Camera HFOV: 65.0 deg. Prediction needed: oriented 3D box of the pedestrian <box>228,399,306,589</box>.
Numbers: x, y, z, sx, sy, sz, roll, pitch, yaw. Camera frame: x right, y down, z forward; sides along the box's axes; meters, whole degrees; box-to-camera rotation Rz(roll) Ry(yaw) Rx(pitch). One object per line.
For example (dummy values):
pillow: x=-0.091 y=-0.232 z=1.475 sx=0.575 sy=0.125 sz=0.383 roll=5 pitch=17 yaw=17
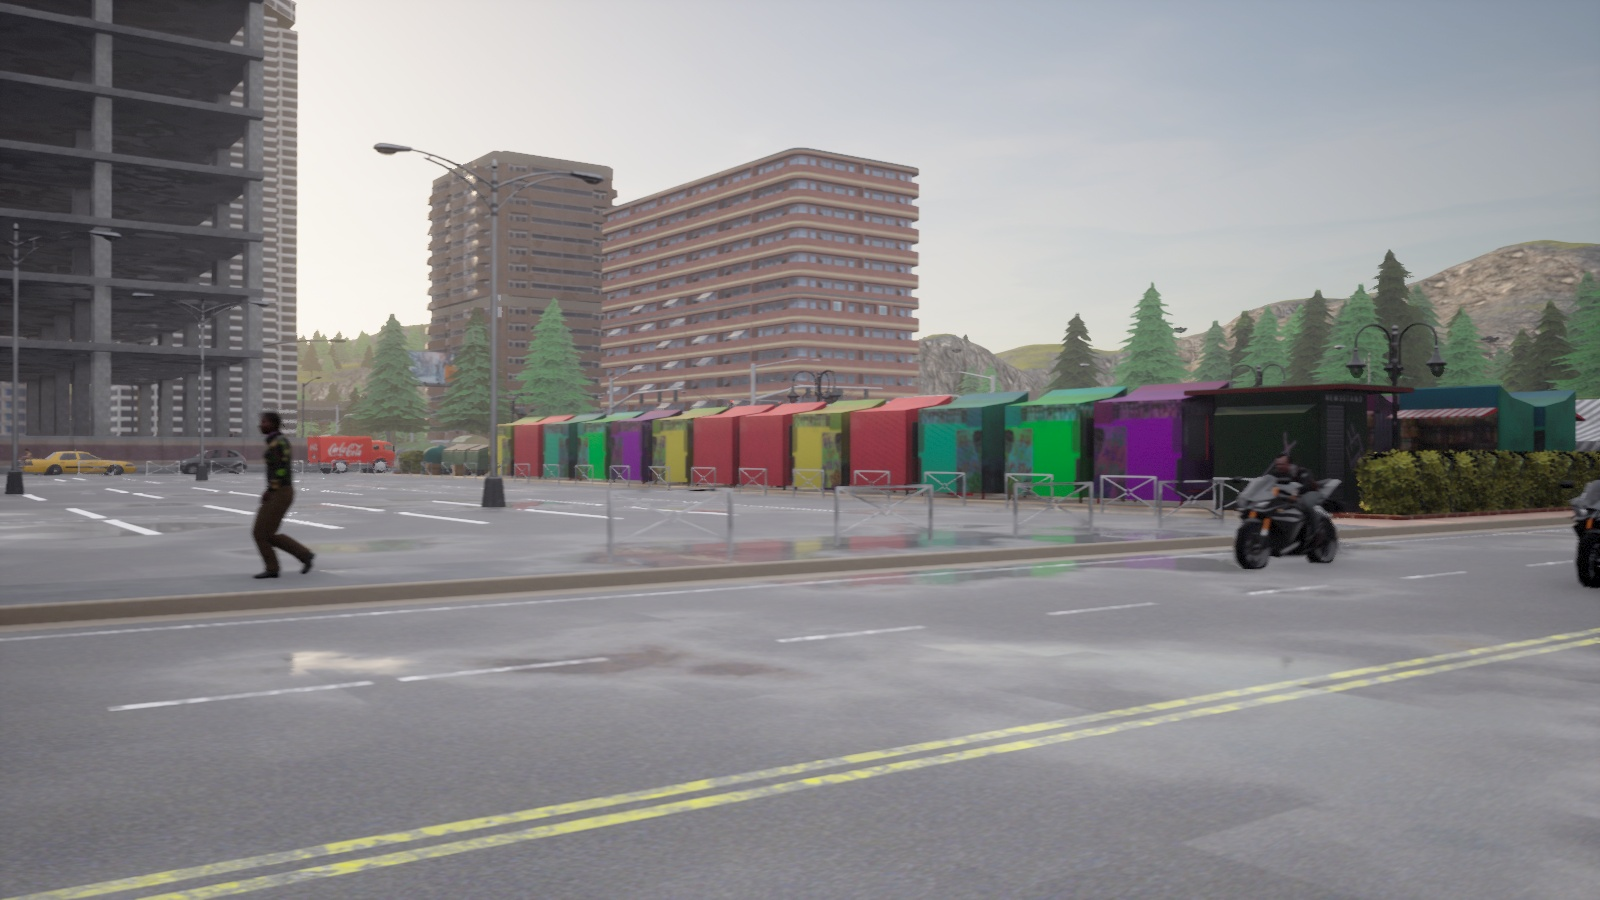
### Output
pedestrian: x=-5.575 y=0.447 z=13.138 sx=0.692 sy=1.930 sz=0.395 roll=0 pitch=0 yaw=-35

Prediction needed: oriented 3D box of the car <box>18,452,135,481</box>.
car: x=-39.590 y=0.880 z=68.774 sx=5.366 sy=1.575 sz=1.801 roll=0 pitch=0 yaw=-37

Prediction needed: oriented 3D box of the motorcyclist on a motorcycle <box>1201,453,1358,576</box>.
motorcyclist on a motorcycle: x=6.358 y=0.807 z=16.601 sx=2.191 sy=1.530 sz=0.866 roll=0 pitch=0 yaw=-36

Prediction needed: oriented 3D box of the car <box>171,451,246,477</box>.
car: x=-37.296 y=0.860 z=79.206 sx=3.988 sy=1.617 sz=1.851 roll=0 pitch=0 yaw=-37

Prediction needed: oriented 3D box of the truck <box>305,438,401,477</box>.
truck: x=-28.839 y=0.462 z=81.069 sx=5.204 sy=2.467 sz=2.627 roll=0 pitch=0 yaw=-41

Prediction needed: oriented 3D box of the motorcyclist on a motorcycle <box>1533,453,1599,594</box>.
motorcyclist on a motorcycle: x=9.422 y=0.795 z=14.470 sx=2.191 sy=1.530 sz=0.866 roll=0 pitch=0 yaw=-36
